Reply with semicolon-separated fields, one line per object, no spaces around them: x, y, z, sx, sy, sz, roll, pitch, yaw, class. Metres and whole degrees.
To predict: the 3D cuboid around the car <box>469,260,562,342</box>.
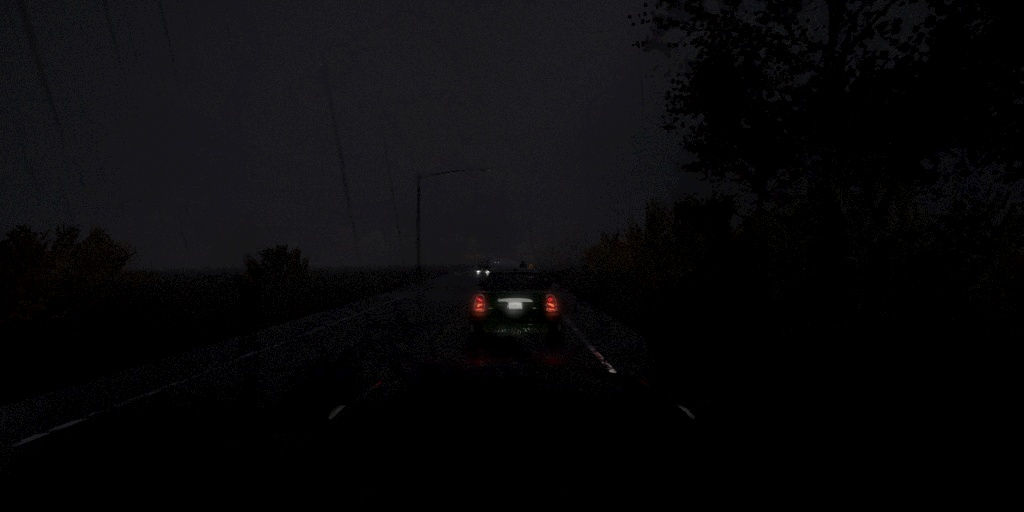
0.072;1.099;9.893;2.097;1.767;4.553;0;0;0;car

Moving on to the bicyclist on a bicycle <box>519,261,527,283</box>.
0.840;1.193;27.354;0.582;1.620;1.656;0;0;0;bicyclist on a bicycle

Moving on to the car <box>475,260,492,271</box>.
-3.940;1.284;50.006;2.033;1.411;5.357;0;0;0;car

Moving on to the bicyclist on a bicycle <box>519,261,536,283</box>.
0.903;1.181;17.237;0.866;1.612;1.509;0;0;0;bicyclist on a bicycle
